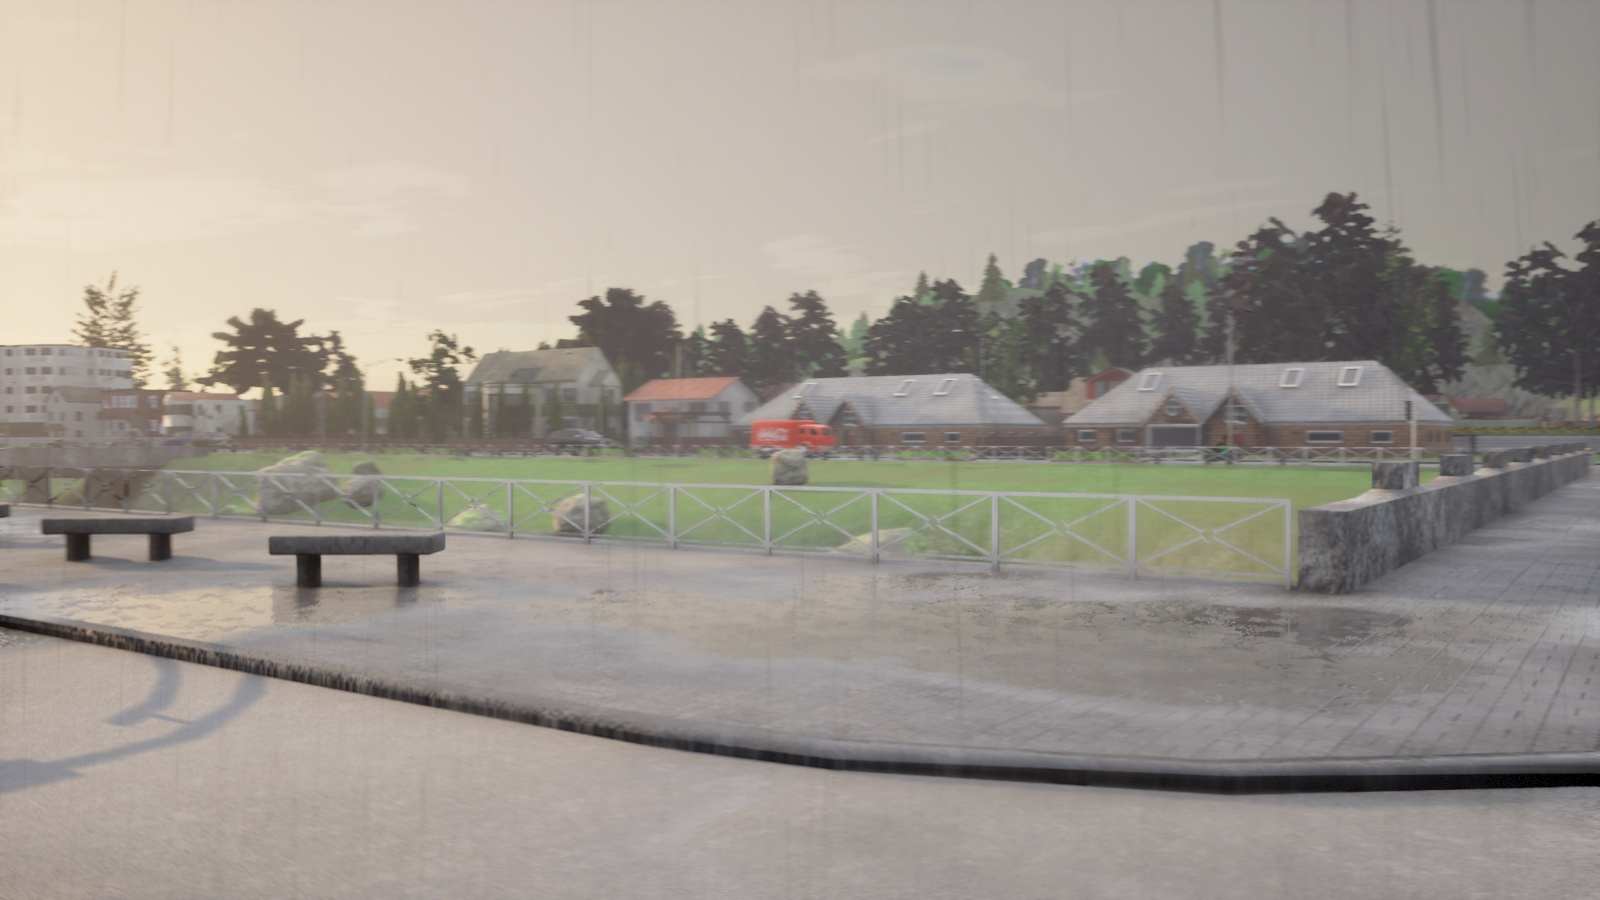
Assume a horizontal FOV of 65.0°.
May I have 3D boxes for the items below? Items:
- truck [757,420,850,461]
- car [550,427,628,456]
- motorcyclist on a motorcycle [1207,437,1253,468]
[{"bbox_3d":[0.207,-0.625,78.664,5.204,2.467,2.627,1,1,35],"label":"truck"},{"bbox_3d":[-15.026,-0.626,89.448,5.566,2.045,2.150,1,1,35],"label":"car"},{"bbox_3d":[21.721,0.136,63.440,2.044,1.523,0.797,1,1,35],"label":"motorcyclist on a motorcycle"}]
